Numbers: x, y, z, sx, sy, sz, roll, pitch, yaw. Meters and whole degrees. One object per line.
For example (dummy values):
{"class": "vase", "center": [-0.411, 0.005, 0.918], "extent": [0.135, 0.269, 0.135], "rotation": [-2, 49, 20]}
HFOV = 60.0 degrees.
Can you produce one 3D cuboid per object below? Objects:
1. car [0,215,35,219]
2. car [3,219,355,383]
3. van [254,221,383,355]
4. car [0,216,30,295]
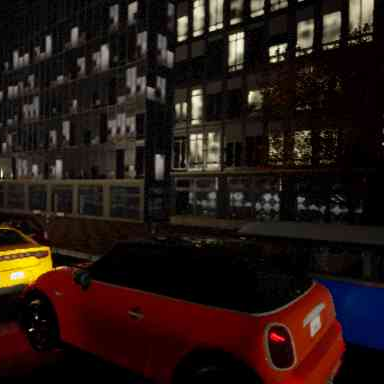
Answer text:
{"class": "car", "center": [-6.753, 1.497, 11.550], "extent": [4.097, 1.590, 1.967], "rotation": [0, 1, 36]}
{"class": "car", "center": [-0.442, 1.388, 4.686], "extent": [4.553, 1.767, 2.097], "rotation": [0, -1, 36]}
{"class": "van", "center": [2.305, 1.392, 4.879], "extent": [3.998, 1.788, 1.690], "rotation": [0, 1, 36]}
{"class": "car", "center": [-5.402, 1.518, 8.177], "extent": [5.008, 1.535, 1.882], "rotation": [0, 0, 39]}
